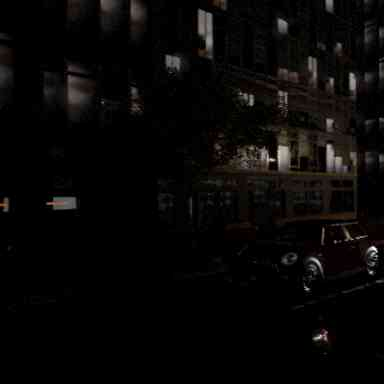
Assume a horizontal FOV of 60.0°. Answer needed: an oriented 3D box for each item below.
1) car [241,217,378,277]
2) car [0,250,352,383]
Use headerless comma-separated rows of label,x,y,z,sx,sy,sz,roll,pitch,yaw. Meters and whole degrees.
car,3.053,1.471,8.752,4.097,1.590,1.967,0,-1,-35
car,-0.585,1.569,2.945,4.181,1.385,1.994,0,0,-35
